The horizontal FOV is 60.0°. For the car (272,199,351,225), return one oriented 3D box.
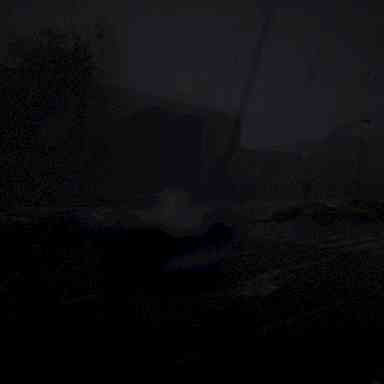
[{"bbox_3d":[7.691,1.361,22.110,4.674,1.452,2.002,-1,0,35],"label":"car"}]

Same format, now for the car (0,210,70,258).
[{"bbox_3d":[-6.879,1.483,11.727,4.892,1.521,2.231,-1,0,35],"label":"car"}]

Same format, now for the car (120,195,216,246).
[{"bbox_3d":[-2.056,1.167,15.207,5.566,2.045,2.435,-1,0,35],"label":"car"}]

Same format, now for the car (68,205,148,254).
[{"bbox_3d":[-4.455,1.449,13.469,5.008,1.535,2.097,-1,-1,35],"label":"car"}]

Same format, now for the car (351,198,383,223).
[{"bbox_3d":[10.271,1.296,23.742,5.366,1.575,1.946,-1,-1,35],"label":"car"}]

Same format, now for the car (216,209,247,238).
[{"bbox_3d":[0.401,1.392,16.934,4.892,1.521,2.231,-1,-1,34],"label":"car"}]
